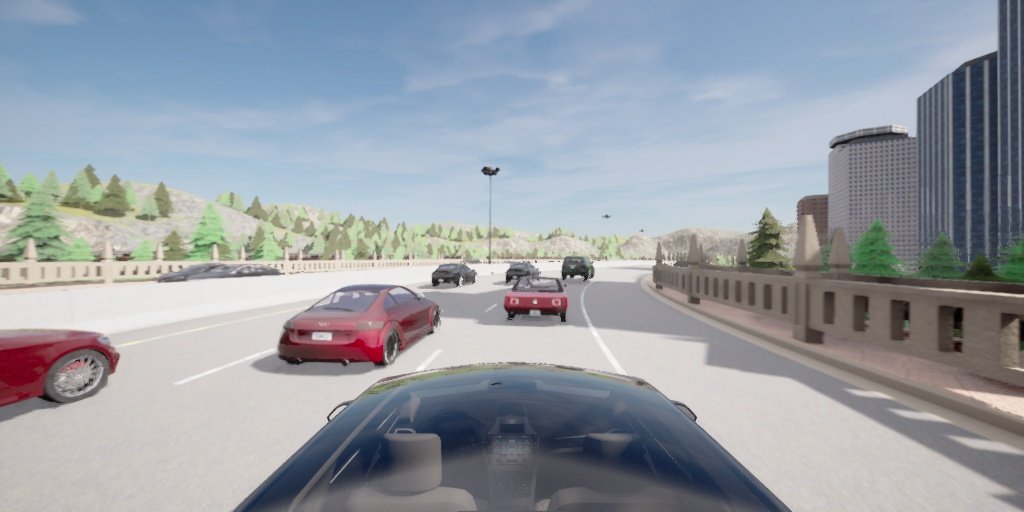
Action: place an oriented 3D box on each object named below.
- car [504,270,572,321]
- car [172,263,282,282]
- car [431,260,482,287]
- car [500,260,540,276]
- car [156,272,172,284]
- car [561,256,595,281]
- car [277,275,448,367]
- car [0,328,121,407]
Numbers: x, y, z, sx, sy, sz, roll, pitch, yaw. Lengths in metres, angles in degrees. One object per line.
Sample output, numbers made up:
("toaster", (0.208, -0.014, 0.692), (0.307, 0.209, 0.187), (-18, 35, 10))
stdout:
("car", (0.965, 1.353, 12.521), (1.895, 1.301, 4.718), (0, 0, 8))
("car", (-15.576, 1.188, 20.367), (2.128, 1.511, 4.902), (0, 0, 11))
("car", (-3.754, 1.255, 24.230), (1.837, 1.490, 4.892), (0, 0, 14))
("car", (0.909, 1.280, 27.742), (1.837, 1.490, 4.892), (0, 0, 17))
("car", (-18.776, 1.192, 22.145), (1.837, 1.490, 4.892), (0, 0, 13))
("car", (5.797, 1.022, 31.230), (2.150, 2.045, 5.566), (0, 0, 21))
("car", (-2.991, 1.298, 7.939), (1.994, 1.385, 4.181), (0, 0, 4))
("car", (-6.755, 1.241, 3.315), (1.812, 1.442, 4.674), (0, 0, 1))
